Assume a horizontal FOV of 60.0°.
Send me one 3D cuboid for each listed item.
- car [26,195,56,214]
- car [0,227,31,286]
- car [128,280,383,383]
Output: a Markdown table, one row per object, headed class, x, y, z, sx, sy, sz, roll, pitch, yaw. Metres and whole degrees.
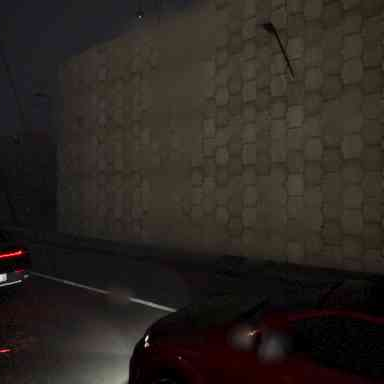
| class | x | y | z | sx | sy | sz | roll | pitch | yaw |
| --- | --- | --- | --- | --- | --- | --- | --- | --- | --- |
| car | -12.921 | 1.061 | 31.037 | 2.128 | 1.511 | 4.902 | 0 | 5 | 35 |
| car | -5.855 | 1.505 | 8.171 | 4.892 | 1.490 | 1.837 | 0 | 0 | 36 |
| car | 1.394 | 1.564 | 2.997 | 4.181 | 1.385 | 1.994 | 0 | 0 | 36 |
